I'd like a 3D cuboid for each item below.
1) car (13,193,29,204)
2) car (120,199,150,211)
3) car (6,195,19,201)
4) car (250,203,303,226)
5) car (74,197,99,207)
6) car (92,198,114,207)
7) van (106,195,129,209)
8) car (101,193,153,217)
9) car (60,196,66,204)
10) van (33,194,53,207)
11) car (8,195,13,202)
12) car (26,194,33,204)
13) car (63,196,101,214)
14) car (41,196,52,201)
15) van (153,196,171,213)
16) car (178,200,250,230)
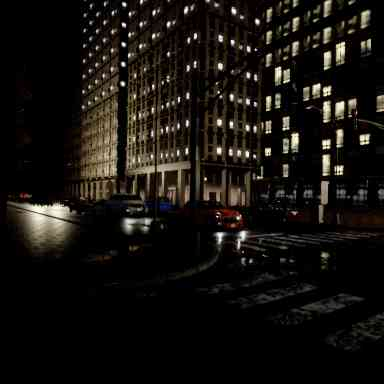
[{"bbox_3d":[-30.443,1.155,60.568,2.192,1.841,5.009,1,-1,-35],"label":"car"},{"bbox_3d":[-7.284,1.584,42.362,2.008,1.369,4.403,1,-1,-35],"label":"car"},{"bbox_3d":[-40.241,1.378,74.393,2.008,1.369,4.403,1,-1,-35],"label":"car"},{"bbox_3d":[5.778,1.505,23.925,1.967,1.590,4.097,1,-1,-35],"label":"car"},{"bbox_3d":[-16.062,1.517,50.269,2.033,1.411,5.357,1,-1,-36],"label":"car"},{"bbox_3d":[-13.815,1.587,51.580,1.947,1.339,4.313,1,-1,-35],"label":"car"},{"bbox_3d":[-10.545,1.368,46.973,1.690,1.788,3.998,1,-1,-35],"label":"van"},{"bbox_3d":[-6.089,1.157,30.673,2.150,2.045,5.566,1,-1,-35],"label":"car"},{"bbox_3d":[-15.669,1.420,44.253,1.837,1.490,4.892,1,-1,-35],"label":"car"},{"bbox_3d":[-20.648,1.197,46.739,1.690,1.788,3.998,1,-1,-35],"label":"van"},{"bbox_3d":[-36.977,1.397,69.784,1.947,1.339,4.313,1,-1,-35],"label":"car"},{"bbox_3d":[-23.917,1.432,51.346,1.802,1.307,4.206,1,-1,-35],"label":"car"},{"bbox_3d":[-10.857,1.427,32.909,2.008,1.369,4.403,1,-1,-35],"label":"car"},{"bbox_3d":[-36.671,1.571,83.845,1.802,1.307,4.206,1,-1,-35],"label":"car"},{"bbox_3d":[-4.016,1.382,37.754,1.690,1.788,3.998,1,-1,-35],"label":"van"},{"bbox_3d":[1.053,1.303,20.537,2.097,1.767,4.553,1,-1,-34],"label":"car"}]
